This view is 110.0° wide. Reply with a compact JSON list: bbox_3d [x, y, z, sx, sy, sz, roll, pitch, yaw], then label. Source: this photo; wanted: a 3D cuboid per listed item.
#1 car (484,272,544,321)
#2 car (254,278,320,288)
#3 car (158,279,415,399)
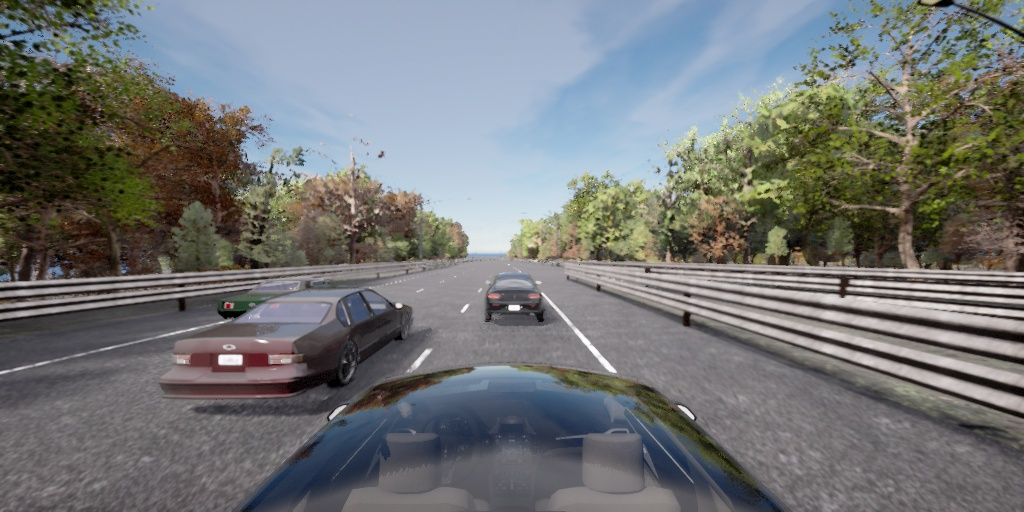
[{"bbox_3d":[0.048,1.287,12.353,1.812,1.442,4.674,0,0,0],"label":"car"},{"bbox_3d":[-6.946,1.364,11.833,1.895,1.301,4.718,0,0,0],"label":"car"},{"bbox_3d":[-3.416,1.304,6.845,2.033,1.411,5.357,0,0,0],"label":"car"}]
